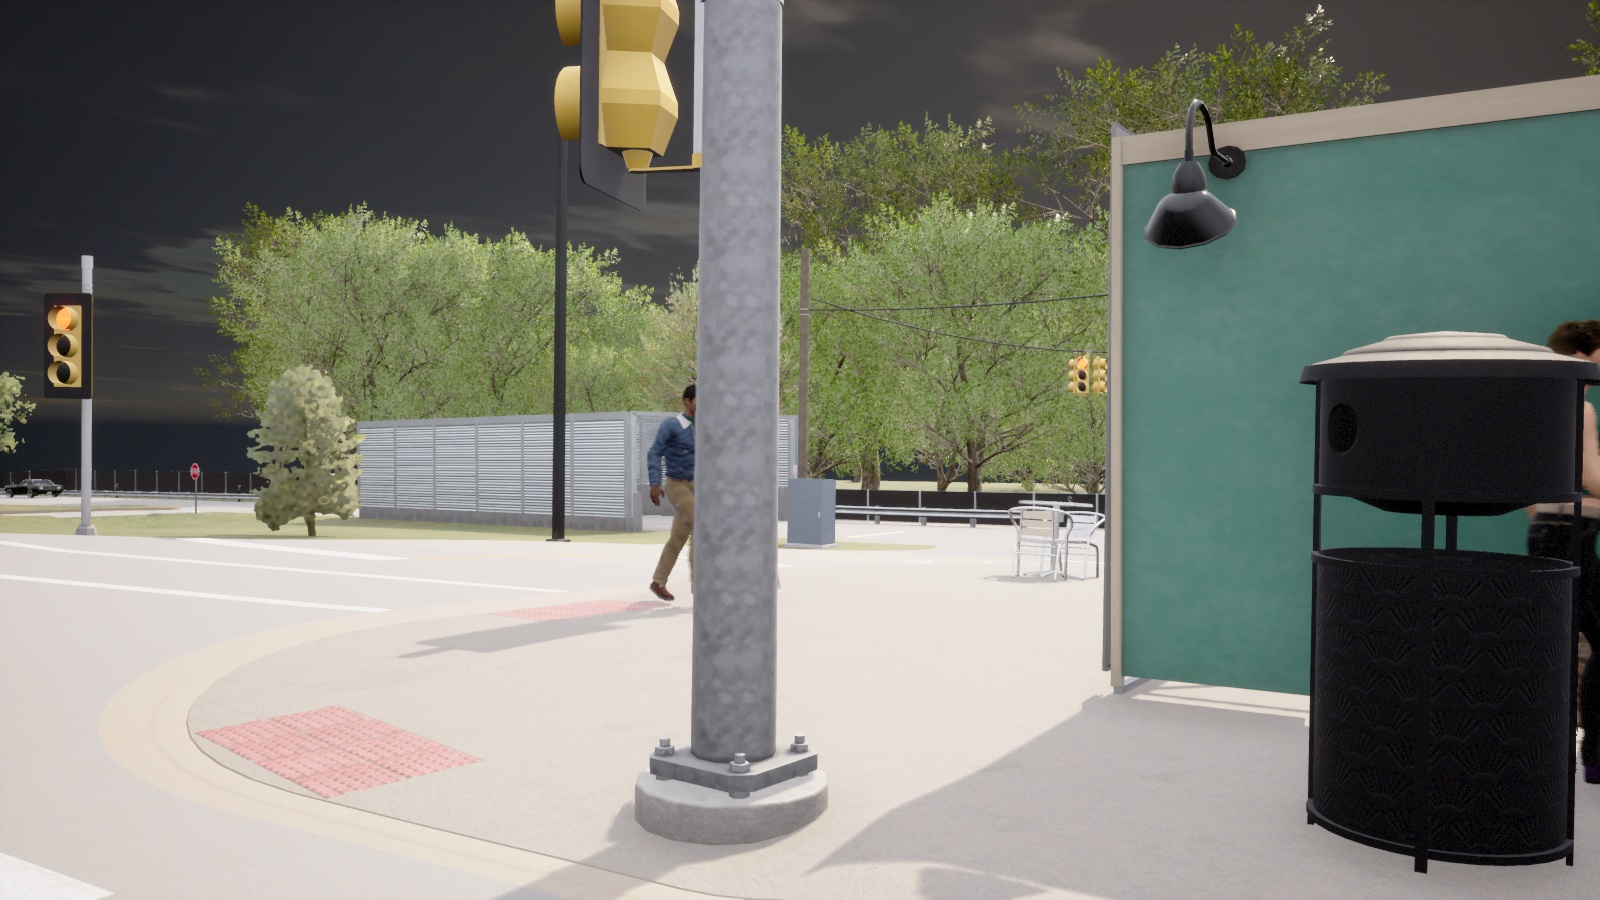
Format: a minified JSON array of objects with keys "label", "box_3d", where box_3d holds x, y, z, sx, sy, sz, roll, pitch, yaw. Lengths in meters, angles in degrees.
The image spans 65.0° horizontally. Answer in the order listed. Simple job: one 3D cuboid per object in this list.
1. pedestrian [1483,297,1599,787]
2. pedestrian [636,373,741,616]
[{"label":"pedestrian","box_3d":[3.004,0.343,4.886,0.594,1.836,0.345,0,1,27]},{"label":"pedestrian","box_3d":[-0.933,0.352,10.473,0.788,1.949,0.423,0,1,40]}]
